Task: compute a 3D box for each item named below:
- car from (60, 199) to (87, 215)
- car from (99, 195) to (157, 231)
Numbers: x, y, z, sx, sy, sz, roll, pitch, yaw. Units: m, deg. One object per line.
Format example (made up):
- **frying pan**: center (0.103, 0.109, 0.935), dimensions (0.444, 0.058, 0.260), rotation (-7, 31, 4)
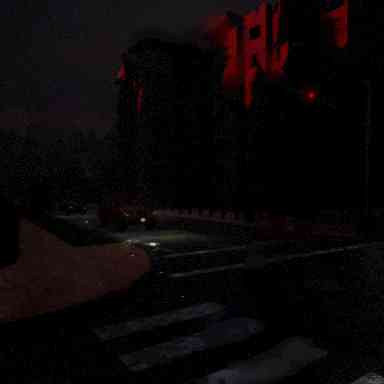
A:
- **car**: center (-12.180, 1.467, 33.958), dimensions (1.882, 1.535, 5.008), rotation (0, 0, -32)
- **car**: center (-4.255, 1.233, 21.327), dimensions (2.150, 2.045, 5.566), rotation (0, 0, -32)
